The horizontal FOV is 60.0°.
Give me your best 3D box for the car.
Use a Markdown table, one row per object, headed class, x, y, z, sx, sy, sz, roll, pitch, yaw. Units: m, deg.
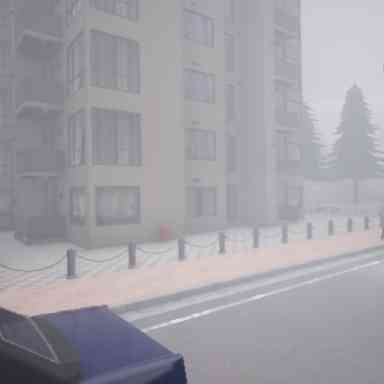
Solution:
| class | x | y | z | sx | sy | sz | roll | pitch | yaw |
| --- | --- | --- | --- | --- | --- | --- | --- | --- | --- |
| car | -2.437 | 1.651 | 2.202 | 4.718 | 1.301 | 1.895 | -1 | 0 | -37 |
